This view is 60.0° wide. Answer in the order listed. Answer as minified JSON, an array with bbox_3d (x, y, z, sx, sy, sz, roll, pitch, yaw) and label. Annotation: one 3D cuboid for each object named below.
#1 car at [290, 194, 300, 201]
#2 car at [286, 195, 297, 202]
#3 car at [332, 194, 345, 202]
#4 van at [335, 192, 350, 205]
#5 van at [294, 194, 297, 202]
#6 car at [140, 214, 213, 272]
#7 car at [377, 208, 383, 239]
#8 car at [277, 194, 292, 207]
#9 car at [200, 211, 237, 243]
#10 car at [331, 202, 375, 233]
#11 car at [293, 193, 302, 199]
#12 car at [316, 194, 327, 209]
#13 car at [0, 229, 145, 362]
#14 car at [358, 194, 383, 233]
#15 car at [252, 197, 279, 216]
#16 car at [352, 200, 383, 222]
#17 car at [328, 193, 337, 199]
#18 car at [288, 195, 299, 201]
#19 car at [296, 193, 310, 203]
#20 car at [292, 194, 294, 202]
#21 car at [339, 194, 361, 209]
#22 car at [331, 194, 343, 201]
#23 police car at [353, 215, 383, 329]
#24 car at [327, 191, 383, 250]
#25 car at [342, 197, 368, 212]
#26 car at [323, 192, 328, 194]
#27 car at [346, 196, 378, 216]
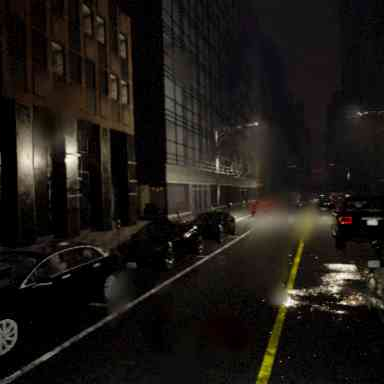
[{"bbox_3d":[24.608,1.290,79.411,1.752,1.417,4.829,-2,-1,21],"label":"car"},{"bbox_3d":[20.728,1.360,69.081,1.887,1.381,4.507,-2,-1,21],"label":"car"},{"bbox_3d":[26.736,1.114,60.847,1.887,1.381,4.507,-2,-1,21],"label":"car"},{"bbox_3d":[22.789,0.963,50.361,1.690,1.788,3.998,-2,-1,21],"label":"van"},{"bbox_3d":[18.750,1.182,63.839,1.690,1.788,3.998,-2,-1,21],"label":"van"},{"bbox_3d":[-0.946,1.670,11.396,1.947,1.339,4.313,-2,0,21],"label":"car"},{"bbox_3d":[9.005,1.387,13.653,1.802,1.307,4.206,-2,0,21],"label":"car"},{"bbox_3d":[12.842,1.359,48.106,1.967,1.590,4.097,-2,0,21],"label":"car"},{"bbox_3d":[1.024,1.643,16.639,1.947,1.339,4.313,-2,0,21],"label":"car"},{"bbox_3d":[9.069,1.366,19.113,1.812,1.442,4.674,-2,0,21],"label":"car"},{"bbox_3d":[28.606,1.152,90.059,1.967,1.590,4.097,-2,-1,21],"label":"car"},{"bbox_3d":[16.090,1.328,40.267,1.994,1.385,4.181,-2,0,21],"label":"car"},{"bbox_3d":[-2.917,1.683,6.152,2.008,1.369,4.403,-2,0,21],"label":"car"},{"bbox_3d":[10.966,1.094,18.899,2.192,1.841,5.009,-2,0,21],"label":"car"},{"bbox_3d":[6.935,1.542,32.372,1.887,1.381,4.507,-2,0,21],"label":"car"},{"bbox_3d":[12.945,1.318,24.141,1.947,1.339,4.313,-2,0,21],"label":"car"},{"bbox_3d":[34.619,1.048,81.822,1.802,1.307,4.206,-2,-1,21],"label":"car"},{"bbox_3d":[22.698,1.334,74.325,1.887,1.381,4.507,-2,-1,21],"label":"car"},{"bbox_3d":[21.345,1.354,62.860,1.895,1.301,4.718,-2,0,21],"label":"car"},{"bbox_3d":[14.816,1.438,53.348,1.887,1.381,4.507,-2,0,21],"label":"car"},{"bbox_3d":[18.851,1.114,39.873,1.967,1.590,4.097,-2,-1,21],"label":"car"},{"bbox_3d":[28.707,1.089,66.091,1.887,1.381,4.507,-2,-1,21],"label":"car"},{"bbox_3d":[3.477,1.343,4.239,1.930,1.638,5.238,-2,0,21],"label":"police car"},{"bbox_3d":[6.915,1.093,13.542,2.150,2.045,5.566,-2,0,21],"label":"car"},{"bbox_3d":[16.886,1.266,34.628,1.947,1.339,4.313,-2,0,21],"label":"car"},{"bbox_3d":[21.330,1.242,54.301,2.033,1.411,5.357,-2,0,21],"label":"car"},{"bbox_3d":[14.911,1.166,29.386,1.967,1.590,4.097,-2,0,21],"label":"car"}]
